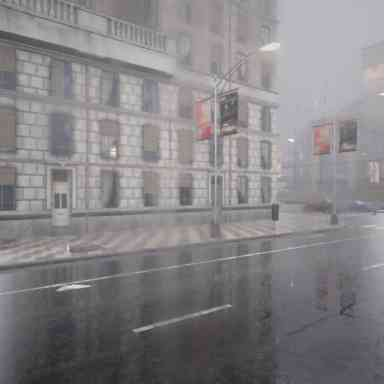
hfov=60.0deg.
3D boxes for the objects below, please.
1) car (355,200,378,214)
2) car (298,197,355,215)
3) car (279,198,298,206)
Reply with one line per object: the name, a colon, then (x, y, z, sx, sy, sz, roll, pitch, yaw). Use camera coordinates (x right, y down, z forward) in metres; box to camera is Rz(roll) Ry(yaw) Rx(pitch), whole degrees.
car: (17.312, 1.525, 35.603, 1.812, 1.442, 4.674, 0, 0, -37)
car: (13.734, 1.351, 34.217, 2.097, 1.767, 4.553, 0, 0, -33)
car: (16.965, 1.601, 55.735, 1.895, 1.301, 4.718, 0, 0, -37)
